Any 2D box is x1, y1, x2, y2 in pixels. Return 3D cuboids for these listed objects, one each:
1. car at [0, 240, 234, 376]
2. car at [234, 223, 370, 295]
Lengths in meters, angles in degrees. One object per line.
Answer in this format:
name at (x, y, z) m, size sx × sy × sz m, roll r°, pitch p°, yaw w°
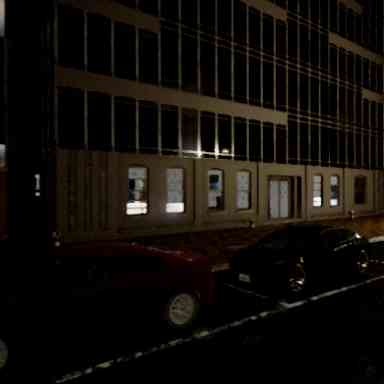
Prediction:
car at (-1.694, 1.536, 5.347) m, size 4.507 × 1.381 × 1.887 m, roll 0°, pitch 0°, yaw -35°
car at (2.942, 1.524, 8.652) m, size 4.313 × 1.339 × 1.947 m, roll 0°, pitch 0°, yaw -35°
